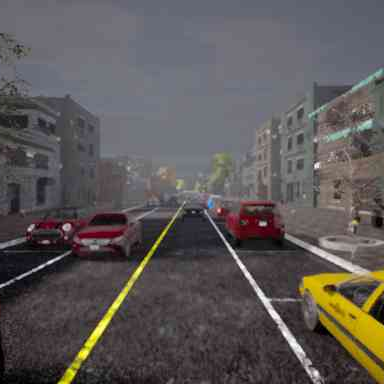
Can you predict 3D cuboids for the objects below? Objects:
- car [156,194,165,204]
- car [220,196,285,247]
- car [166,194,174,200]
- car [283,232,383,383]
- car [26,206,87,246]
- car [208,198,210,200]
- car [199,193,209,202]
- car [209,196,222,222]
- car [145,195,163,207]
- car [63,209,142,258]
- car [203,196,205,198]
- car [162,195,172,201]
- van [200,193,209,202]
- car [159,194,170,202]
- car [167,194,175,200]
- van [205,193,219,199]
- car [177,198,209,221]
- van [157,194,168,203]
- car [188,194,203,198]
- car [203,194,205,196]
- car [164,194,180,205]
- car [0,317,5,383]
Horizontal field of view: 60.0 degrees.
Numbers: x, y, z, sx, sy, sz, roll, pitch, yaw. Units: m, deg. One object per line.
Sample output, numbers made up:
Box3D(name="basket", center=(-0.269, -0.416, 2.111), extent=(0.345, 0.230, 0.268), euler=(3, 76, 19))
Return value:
Box3D(name="car", center=(-5.719, 1.203, 59.315), extent=(2.192, 1.841, 5.009), euler=(-1, 0, 0))
Box3D(name="car", center=(2.679, 1.286, 14.934), extent=(2.192, 1.841, 5.009), euler=(-1, 0, 0))
Box3D(name="car", center=(-5.730, 1.272, 87.057), extent=(1.967, 1.590, 4.097), euler=(-1, 0, 0))
Box3D(name="car", center=(2.686, 1.517, 4.008), extent=(1.752, 1.417, 4.829), euler=(-1, 0, 0))
Box3D(name="car", center=(-5.699, 1.414, 14.928), extent=(1.967, 1.590, 4.097), euler=(-1, 0, 0))
Box3D(name="car", center=(2.676, 1.521, 31.579), extent=(1.802, 1.307, 4.206), euler=(-1, 0, 0))
Box3D(name="car", center=(2.655, 1.166, 75.966), extent=(2.192, 1.841, 5.009), euler=(-1, 0, 0))
Box3D(name="car", center=(2.676, 1.390, 26.031), extent=(1.967, 1.590, 4.097), euler=(-1, 0, 0))
Box3D(name="car", center=(-5.712, 1.460, 48.219), extent=(2.008, 1.369, 4.403), euler=(-1, 0, 0))
Box3D(name="car", center=(-3.091, 1.502, 12.860), extent=(1.812, 1.442, 4.674), euler=(0, 0, 0))
Box3D(name="car", center=(2.671, 1.462, 42.676), extent=(1.887, 1.381, 4.507), euler=(-1, 0, 0))
Box3D(name="car", center=(-5.724, 1.399, 75.961), extent=(1.887, 1.381, 4.507), euler=(-1, 0, 0))
Box3D(name="van", center=(2.657, 1.204, 70.417), extent=(1.690, 1.788, 3.998), euler=(-1, 0, 0))
Box3D(name="car", center=(-5.723, 1.306, 70.412), extent=(1.967, 1.590, 4.097), euler=(-1, 0, 0))
Box3D(name="car", center=(-5.731, 1.365, 92.606), extent=(1.887, 1.381, 4.507), euler=(-1, 0, 0))
Box3D(name="van", center=(2.670, 1.269, 37.127), extent=(1.690, 1.788, 3.998), euler=(-1, 0, 0))
Box3D(name="car", center=(0.090, 1.497, 26.708), extent=(2.033, 1.411, 5.357), euler=(0, 0, 0))
Box3D(name="van", center=(-5.722, 1.218, 64.863), extent=(1.690, 1.788, 3.998), euler=(-1, 0, 0))
Box3D(name="car", center=(0.082, 1.404, 46.110), extent=(2.128, 1.511, 4.902), euler=(0, 0, 0))
Box3D(name="car", center=(2.666, 1.477, 53.773), extent=(1.802, 1.307, 4.206), euler=(-1, 0, 0))
Box3D(name="car", center=(-3.072, 1.398, 54.980), extent=(1.837, 1.490, 4.892), euler=(0, 0, 0))
Box3D(name="car", center=(-3.099, 1.349, 1.730), extent=(2.097, 1.767, 4.553), euler=(0, 0, 0))
